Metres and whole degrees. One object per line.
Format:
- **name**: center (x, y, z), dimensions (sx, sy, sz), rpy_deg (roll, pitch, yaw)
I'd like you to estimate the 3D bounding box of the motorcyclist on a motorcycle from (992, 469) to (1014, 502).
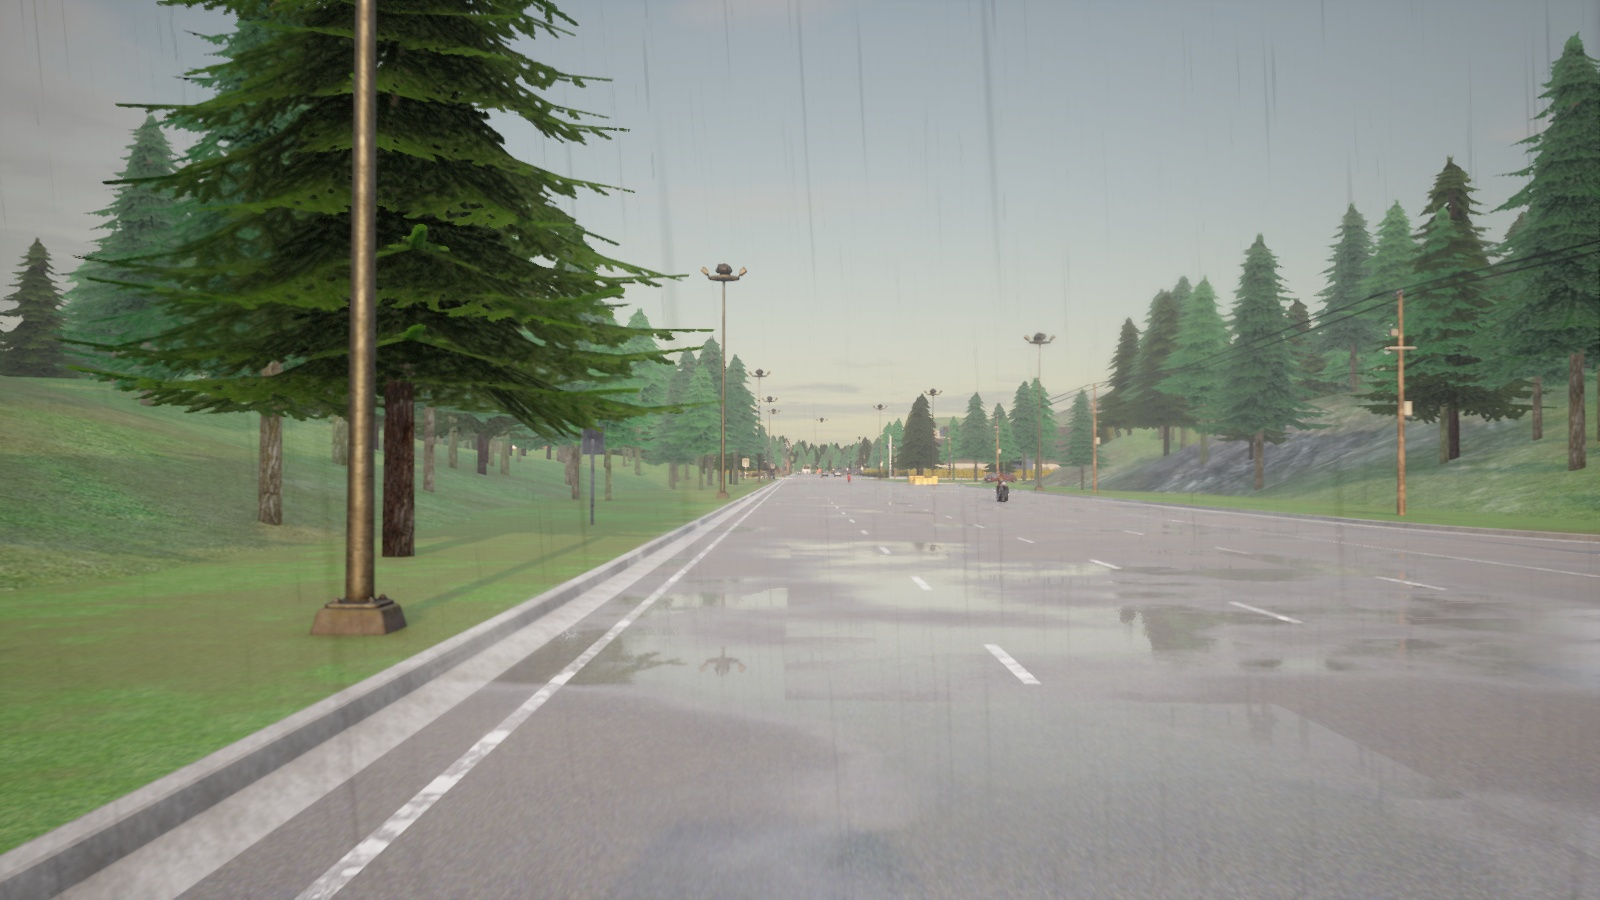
- **motorcyclist on a motorcycle**: center (10.344, 1.796, 64.077), dimensions (0.766, 1.649, 2.350), rpy_deg (0, -1, 0)
